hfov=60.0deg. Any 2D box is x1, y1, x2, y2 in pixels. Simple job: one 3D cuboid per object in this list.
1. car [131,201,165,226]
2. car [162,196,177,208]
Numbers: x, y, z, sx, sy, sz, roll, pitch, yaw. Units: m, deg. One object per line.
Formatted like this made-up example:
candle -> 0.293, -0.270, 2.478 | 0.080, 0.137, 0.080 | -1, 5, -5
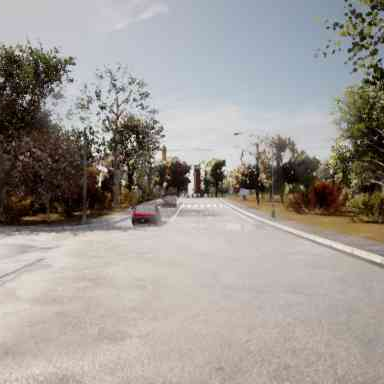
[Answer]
car -> -3.519, 1.775, 26.207 | 1.882, 1.535, 5.008 | 0, 0, 0
car -> -3.430, 1.438, 50.633 | 2.097, 1.767, 4.553 | 0, 1, 0
